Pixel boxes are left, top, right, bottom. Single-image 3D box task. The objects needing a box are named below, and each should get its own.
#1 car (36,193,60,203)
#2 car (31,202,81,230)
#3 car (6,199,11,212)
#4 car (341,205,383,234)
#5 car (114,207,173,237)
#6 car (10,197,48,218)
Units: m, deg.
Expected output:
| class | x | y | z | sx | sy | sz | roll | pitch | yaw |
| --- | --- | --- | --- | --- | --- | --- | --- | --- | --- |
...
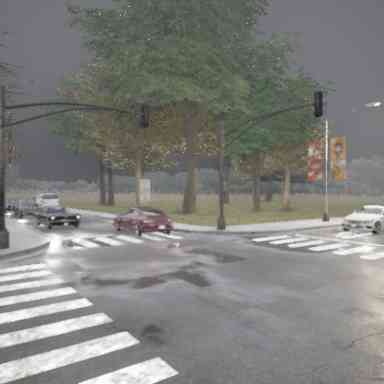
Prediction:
| class | x | y | z | sx | sy | sz | roll | pitch | yaw |
| --- | --- | --- | --- | --- | --- | --- | --- | --- | --- |
| car | -16.436 | 1.181 | 37.317 | 2.150 | 2.045 | 5.566 | 0 | 0 | -35 |
| car | -8.663 | 1.576 | 21.315 | 1.895 | 1.301 | 4.718 | 0 | 0 | -36 |
| car | -20.697 | 1.503 | 38.233 | 2.033 | 1.411 | 5.357 | 0 | 0 | -36 |
| car | 10.562 | 1.518 | 19.194 | 4.674 | 1.442 | 1.812 | 0 | 0 | -35 |
| car | -2.685 | 1.511 | 17.891 | 1.812 | 1.442 | 4.674 | 0 | 0 | -33 |
| car | -14.572 | 1.468 | 29.613 | 1.837 | 1.490 | 4.892 | 0 | 0 | -36 |
